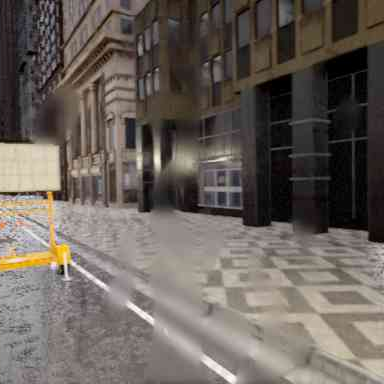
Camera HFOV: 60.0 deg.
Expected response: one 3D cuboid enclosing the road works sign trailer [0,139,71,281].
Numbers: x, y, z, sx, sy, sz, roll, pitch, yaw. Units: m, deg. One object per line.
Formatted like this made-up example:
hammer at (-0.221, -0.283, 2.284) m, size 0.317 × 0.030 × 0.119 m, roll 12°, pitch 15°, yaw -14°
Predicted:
road works sign trailer at (-4.731, 0.424, 8.792) m, size 2.380 × 3.560 × 2.880 m, roll -2°, pitch 1°, yaw -33°
